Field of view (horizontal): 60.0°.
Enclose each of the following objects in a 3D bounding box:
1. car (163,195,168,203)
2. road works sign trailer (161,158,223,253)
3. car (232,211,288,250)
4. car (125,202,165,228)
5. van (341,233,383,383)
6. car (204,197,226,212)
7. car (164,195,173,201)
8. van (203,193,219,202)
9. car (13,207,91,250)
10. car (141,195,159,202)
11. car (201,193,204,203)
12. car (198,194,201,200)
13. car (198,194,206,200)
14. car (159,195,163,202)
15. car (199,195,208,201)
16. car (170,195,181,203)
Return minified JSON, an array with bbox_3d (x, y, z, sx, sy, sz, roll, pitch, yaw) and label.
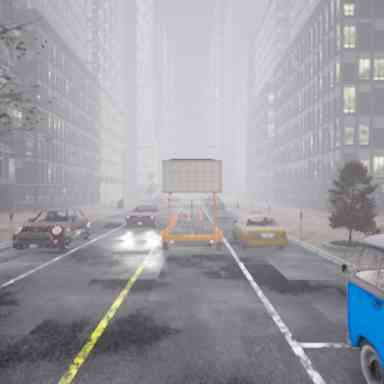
[{"bbox_3d":[-5.690,1.325,59.476,1.967,1.590,4.097,0,0,0],"label":"car"},{"bbox_3d":[0.000,0.440,13.502,2.380,3.560,2.880,0,0,0],"label":"road works sign trailer"},{"bbox_3d":[2.687,1.500,14.094,1.752,1.417,4.829,0,0,0],"label":"car"},{"bbox_3d":[-3.100,1.561,22.011,1.895,1.301,4.718,0,0,0],"label":"car"},{"bbox_3d":[2.686,1.337,2.539,1.690,1.788,3.998,0,0,0],"label":"van"},{"bbox_3d":[2.689,1.497,36.692,1.947,1.339,4.313,0,0,0],"label":"car"},{"bbox_3d":[-5.688,1.398,82.243,1.947,1.339,4.313,0,0,0],"label":"car"},{"bbox_3d":[2.688,1.261,42.384,1.690,1.788,3.998,0,0,0],"label":"van"},{"bbox_3d":[-5.694,1.415,13.940,1.967,1.590,4.097,0,0,0],"label":"car"},{"bbox_3d":[-5.691,1.446,42.230,1.752,1.417,4.829,0,0,0],"label":"car"},{"bbox_3d":[2.690,1.349,48.077,1.967,1.590,4.097,0,0,0],"label":"car"},{"bbox_3d":[2.691,1.454,65.153,1.802,1.307,4.206,0,0,0],"label":"car"},{"bbox_3d":[2.693,1.369,87.922,2.008,1.369,4.403,0,0,0],"label":"car"},{"bbox_3d":[-5.690,1.490,48.092,1.802,1.307,4.206,0,0,0],"label":"car"},{"bbox_3d":[2.692,1.391,76.538,1.887,1.381,4.507,0,0,0],"label":"car"},{"bbox_3d":[-3.015,1.423,63.582,2.033,1.411,5.357,0,0,1],"label":"car"}]
